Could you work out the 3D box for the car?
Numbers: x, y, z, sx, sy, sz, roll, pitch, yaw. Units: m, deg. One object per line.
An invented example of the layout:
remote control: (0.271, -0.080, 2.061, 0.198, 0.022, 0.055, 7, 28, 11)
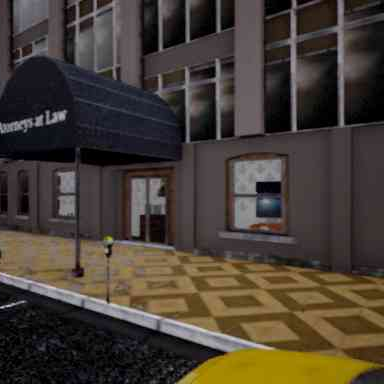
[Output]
car: (1.818, 1.521, 1.573, 4.829, 1.417, 1.752, 0, 0, 35)
